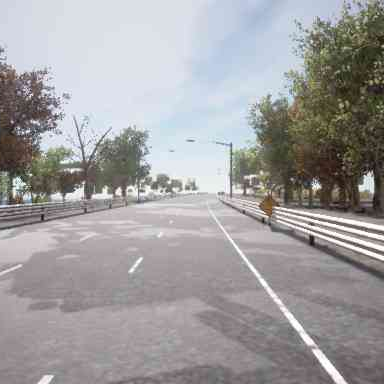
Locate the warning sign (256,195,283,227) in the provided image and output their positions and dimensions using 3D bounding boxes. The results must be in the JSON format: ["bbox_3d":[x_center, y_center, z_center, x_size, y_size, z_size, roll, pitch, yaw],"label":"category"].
[{"bbox_3d":[4.647,1.110,20.055,1.300,1.860,1.060,-1,-1,1],"label":"warning sign"}]
